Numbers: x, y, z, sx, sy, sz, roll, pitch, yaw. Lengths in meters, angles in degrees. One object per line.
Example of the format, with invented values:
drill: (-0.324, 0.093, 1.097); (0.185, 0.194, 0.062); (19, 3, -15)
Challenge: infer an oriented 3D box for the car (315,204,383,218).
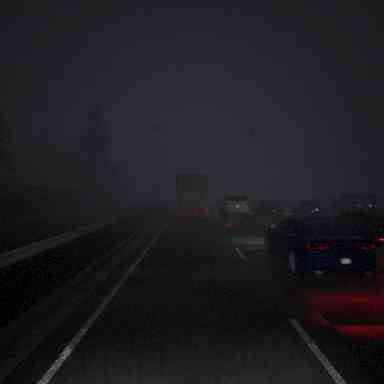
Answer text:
car: (7.102, 1.475, 13.979); (1.837, 1.490, 4.892); (0, 0, 0)

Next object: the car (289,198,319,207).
car: (10.604, 1.499, 30.295); (1.994, 1.385, 4.181); (0, 0, 0)

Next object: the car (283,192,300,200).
car: (22.926, 1.050, 76.611); (3.866, 1.878, 1.905); (0, 0, 0)

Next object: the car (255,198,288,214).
car: (7.103, 1.460, 30.894); (1.812, 1.442, 4.674); (0, 0, 0)

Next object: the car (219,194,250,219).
car: (3.602, 1.159, 28.959); (2.150, 2.045, 5.566); (0, 0, 0)

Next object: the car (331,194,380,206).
car: (14.104, 1.159, 29.001); (2.150, 2.045, 5.566); (0, 0, 0)

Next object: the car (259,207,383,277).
car: (3.601, 1.455, 10.246); (1.882, 1.535, 5.008); (0, 0, 0)

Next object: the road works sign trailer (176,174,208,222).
road works sign trailer: (0.002, 0.410, 25.502); (2.380, 3.560, 2.880); (0, 0, 0)
